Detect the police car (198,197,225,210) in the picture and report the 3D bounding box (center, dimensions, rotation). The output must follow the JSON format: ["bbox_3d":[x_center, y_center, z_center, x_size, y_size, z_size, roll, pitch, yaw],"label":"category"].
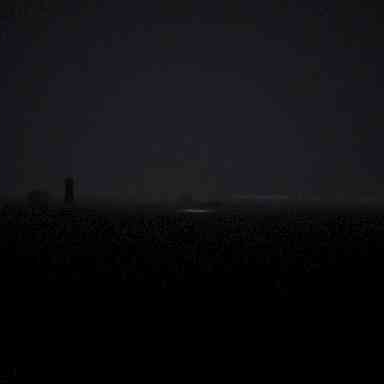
[{"bbox_3d":[2.675,1.543,45.823,1.930,1.638,5.238,0,0,35],"label":"police car"}]
